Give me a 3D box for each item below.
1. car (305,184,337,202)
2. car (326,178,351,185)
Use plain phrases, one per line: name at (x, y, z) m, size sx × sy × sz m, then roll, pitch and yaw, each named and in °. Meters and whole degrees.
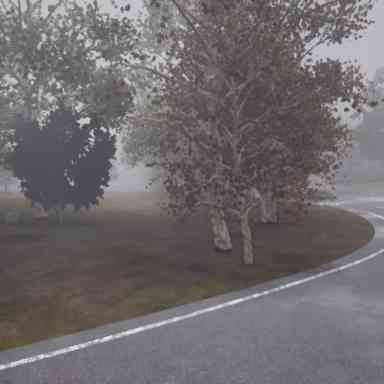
car at (13.128, 0.227, 35.043) m, size 1.812 × 1.442 × 4.674 m, roll -4°, pitch 3°, yaw -15°
car at (28.999, -2.068, 66.152) m, size 4.718 × 1.301 × 1.895 m, roll -3°, pitch 2°, yaw -10°
